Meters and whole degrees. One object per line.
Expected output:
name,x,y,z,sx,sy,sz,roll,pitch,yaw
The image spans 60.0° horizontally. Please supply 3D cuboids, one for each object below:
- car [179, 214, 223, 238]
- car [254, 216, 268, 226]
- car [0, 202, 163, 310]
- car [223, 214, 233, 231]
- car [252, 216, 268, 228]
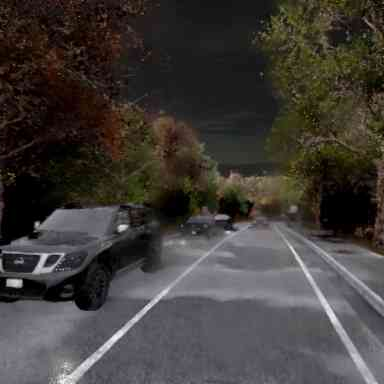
car,0.575,2.255,21.878,1.895,1.301,4.718,1,-3,12
car,10.542,4.390,50.622,1.812,1.442,4.674,1,-4,14
car,-2.433,1.285,8.431,2.150,2.045,5.566,1,-1,13
car,2.925,2.900,32.537,1.882,1.535,5.008,1,-4,13
car,8.381,3.733,40.834,1.895,1.301,4.718,1,-4,12
